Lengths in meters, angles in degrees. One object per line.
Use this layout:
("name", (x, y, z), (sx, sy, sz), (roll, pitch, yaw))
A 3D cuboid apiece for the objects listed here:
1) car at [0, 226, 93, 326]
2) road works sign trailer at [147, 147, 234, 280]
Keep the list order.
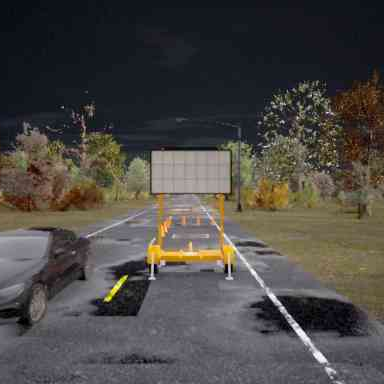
("car", (-3.521, 1.530, 7.183), (1.812, 1.442, 4.674), (0, 0, 0))
("road works sign trailer", (-0.032, 0.470, 9.964), (2.380, 3.560, 2.880), (0, 0, 0))
